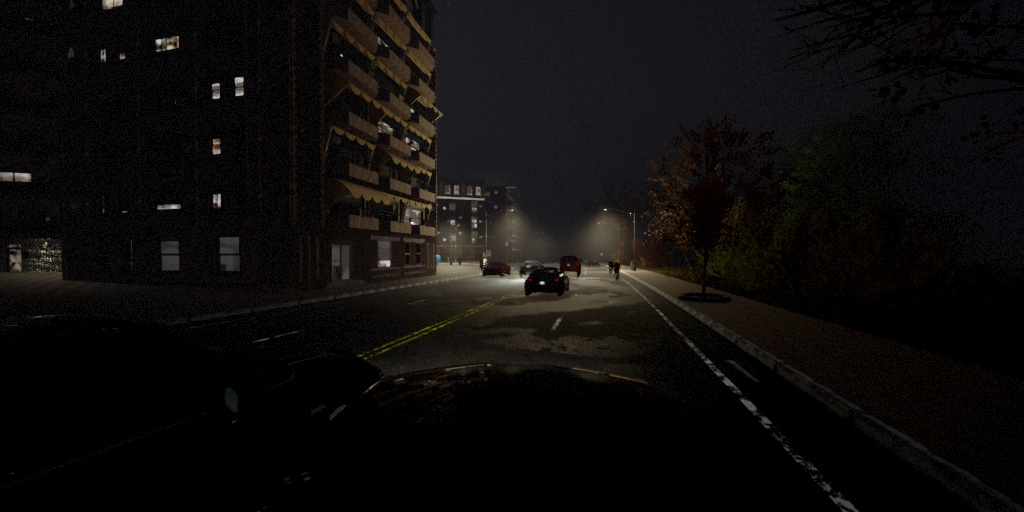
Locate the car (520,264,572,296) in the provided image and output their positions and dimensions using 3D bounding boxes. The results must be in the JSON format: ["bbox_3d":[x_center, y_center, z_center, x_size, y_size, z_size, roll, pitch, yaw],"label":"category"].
[{"bbox_3d":[1.977,1.309,19.569,1.994,1.385,4.181,0,0,14],"label":"car"}]

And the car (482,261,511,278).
[{"bbox_3d":[-1.415,1.222,34.501,1.882,1.535,5.008,0,0,13],"label":"car"}]

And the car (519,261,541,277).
[{"bbox_3d":[1.904,1.235,34.457,2.128,1.511,4.902,0,0,12],"label":"car"}]

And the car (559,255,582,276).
[{"bbox_3d":[6.114,0.960,37.577,2.150,2.045,5.566,0,0,12],"label":"car"}]

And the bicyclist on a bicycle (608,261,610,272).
[{"bbox_3d":[9.936,1.190,36.126,0.582,1.620,1.656,0,0,12],"label":"bicyclist on a bicycle"}]

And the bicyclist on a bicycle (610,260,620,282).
[{"bbox_3d":[7.957,1.194,27.256,0.582,1.620,1.656,0,0,13],"label":"bicyclist on a bicycle"}]

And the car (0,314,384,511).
[{"bbox_3d":[-2.577,1.102,1.873,2.097,1.767,4.553,0,0,15],"label":"car"}]
